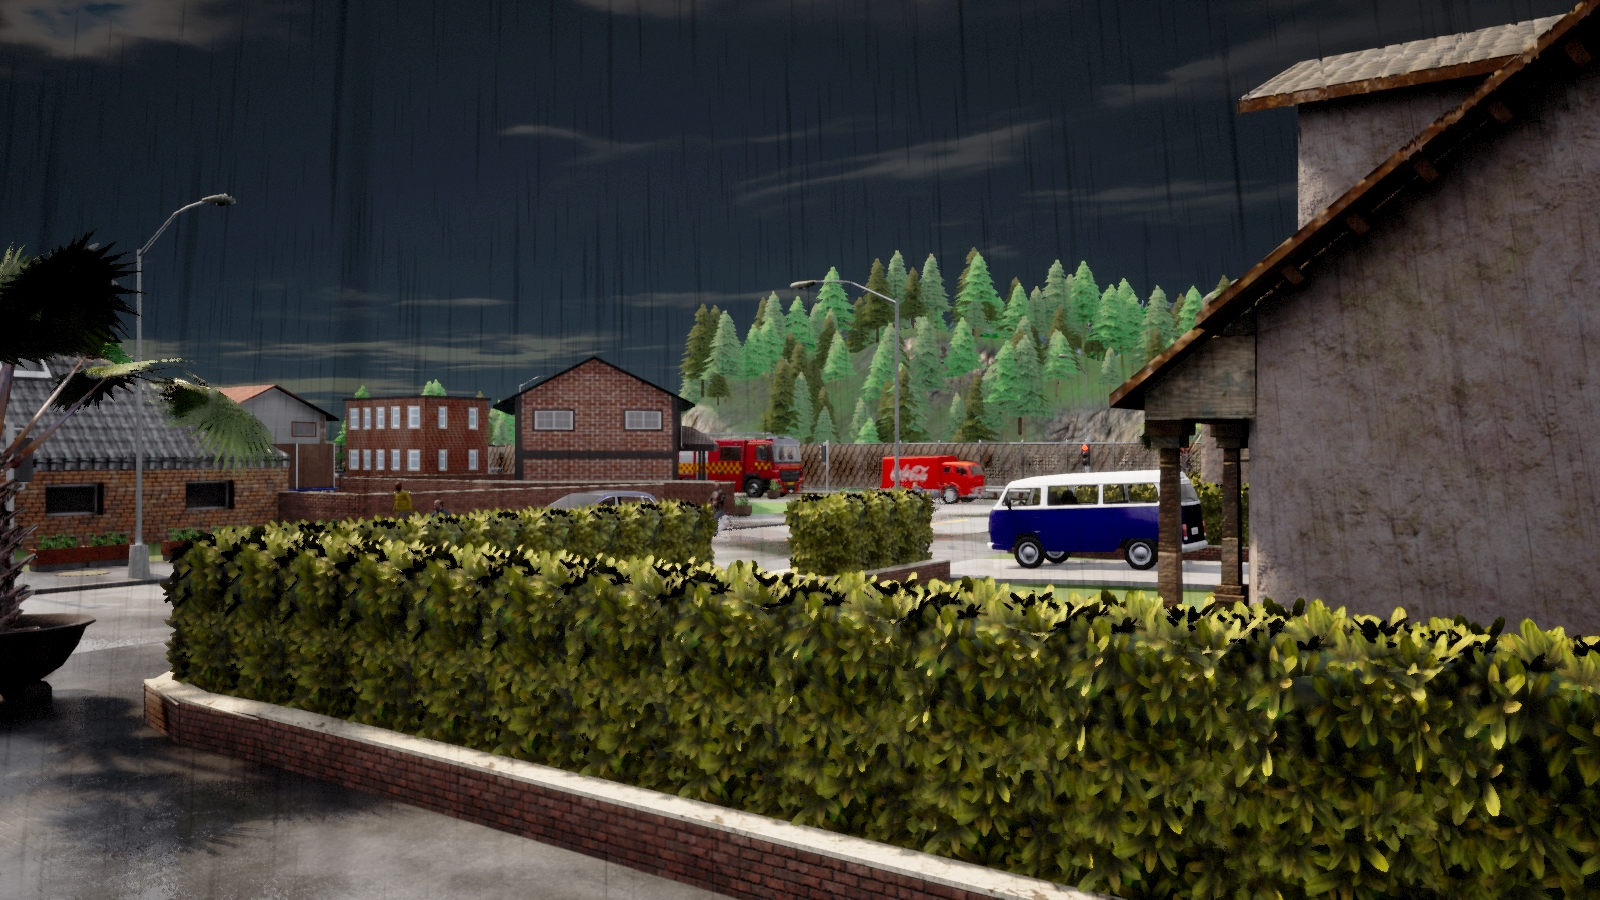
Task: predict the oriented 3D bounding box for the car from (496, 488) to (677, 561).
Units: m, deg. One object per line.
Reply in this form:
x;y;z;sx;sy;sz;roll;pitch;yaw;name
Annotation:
-5.756;1.958;31.296;2.242;1.667;4.611;0;0;35;car

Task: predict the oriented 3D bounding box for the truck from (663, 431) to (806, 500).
-3.975;0.874;67.647;8.468;3.827;2.891;0;0;35;truck

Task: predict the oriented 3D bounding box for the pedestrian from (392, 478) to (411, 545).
-11.290;1.732;32.363;0.375;1.860;0.375;0;0;34;pedestrian

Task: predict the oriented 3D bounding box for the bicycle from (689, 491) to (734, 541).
-2.747;2.051;35.637;0.329;1.471;1.835;0;0;35;bicycle

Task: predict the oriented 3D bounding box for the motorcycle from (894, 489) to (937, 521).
4.645;2.178;45.823;0.803;1.199;2.033;0;-1;36;motorcycle

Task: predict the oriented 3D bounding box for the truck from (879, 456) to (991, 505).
7.065;1.559;59.928;5.204;2.467;2.627;0;0;35;truck
